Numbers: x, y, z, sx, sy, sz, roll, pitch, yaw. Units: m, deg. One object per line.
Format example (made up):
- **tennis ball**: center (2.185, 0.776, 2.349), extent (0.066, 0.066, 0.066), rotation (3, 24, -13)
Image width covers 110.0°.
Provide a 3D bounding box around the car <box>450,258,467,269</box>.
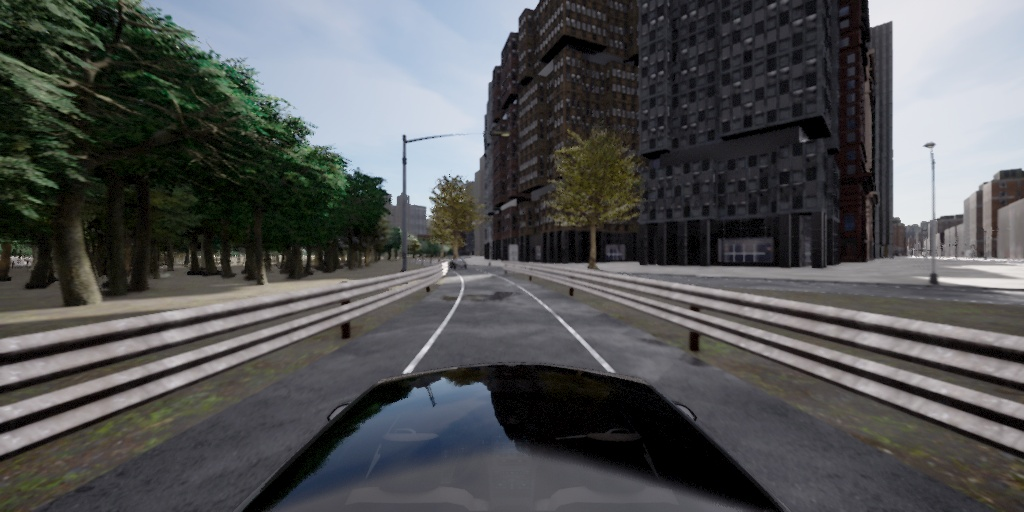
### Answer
- **car**: center (-7.775, 1.102, 52.072), extent (2.128, 1.511, 4.902), rotation (0, 0, -19)
